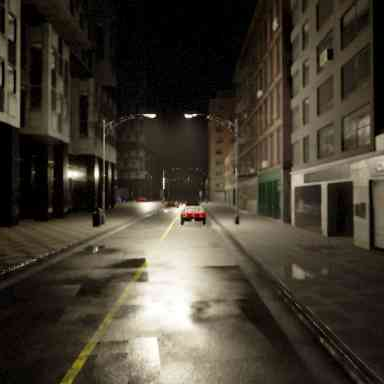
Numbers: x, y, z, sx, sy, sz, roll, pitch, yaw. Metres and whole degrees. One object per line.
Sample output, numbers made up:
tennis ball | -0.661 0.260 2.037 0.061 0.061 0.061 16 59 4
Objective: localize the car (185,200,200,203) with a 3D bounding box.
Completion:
car | 0.097 1.767 45.258 1.882 1.535 5.008 0 -1 0

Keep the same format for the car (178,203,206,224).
car | 0.098 1.766 26.049 1.895 1.301 4.718 0 0 0

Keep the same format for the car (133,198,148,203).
car | -14.474 2.291 93.222 4.206 1.307 1.802 0 0 0

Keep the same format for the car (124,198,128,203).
car | -20.123 2.315 93.227 4.313 1.339 1.947 0 0 0

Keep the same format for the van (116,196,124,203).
van | -20.124 1.962 84.705 3.998 1.788 1.690 0 0 0

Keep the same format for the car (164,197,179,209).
car | -3.079 1.679 50.836 2.097 1.767 4.553 0 -1 0
